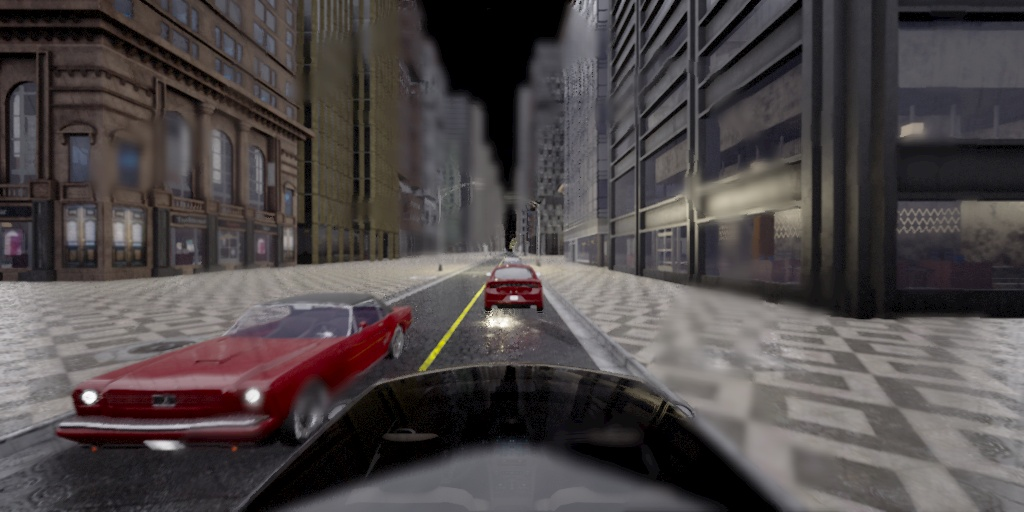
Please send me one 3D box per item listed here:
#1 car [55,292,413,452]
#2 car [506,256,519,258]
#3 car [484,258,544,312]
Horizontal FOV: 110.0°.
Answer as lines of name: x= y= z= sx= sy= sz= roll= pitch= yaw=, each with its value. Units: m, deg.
car: x=-3.009 y=1.289 z=5.301 sx=1.895 sy=1.301 sz=4.718 roll=0 pitch=1 yaw=0
car: x=0.015 y=0.742 z=33.368 sx=2.033 sy=1.411 sz=5.357 roll=0 pitch=1 yaw=0
car: x=0.060 y=1.028 z=13.046 sx=1.882 sy=1.535 sz=5.008 roll=0 pitch=1 yaw=0
